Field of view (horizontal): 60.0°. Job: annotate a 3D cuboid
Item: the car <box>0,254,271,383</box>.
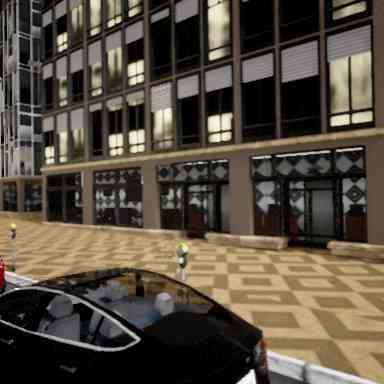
[{"bbox_3d":[-1.257,1.567,3.838,4.313,1.339,1.947,0,-1,36],"label":"car"}]
